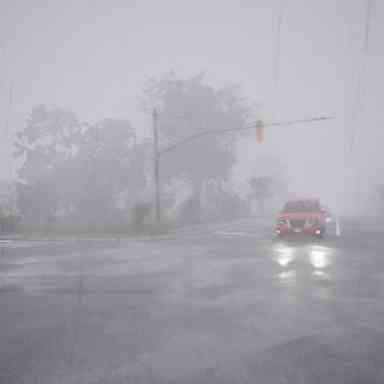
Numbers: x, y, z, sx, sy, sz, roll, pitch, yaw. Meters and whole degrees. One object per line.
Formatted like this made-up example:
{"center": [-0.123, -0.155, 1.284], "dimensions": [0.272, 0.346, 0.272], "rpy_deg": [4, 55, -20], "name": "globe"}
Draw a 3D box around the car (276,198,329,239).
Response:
{"center": [6.025, 1.400, 18.102], "dimensions": [2.150, 2.045, 5.566], "rpy_deg": [-2, 0, 24], "name": "car"}
